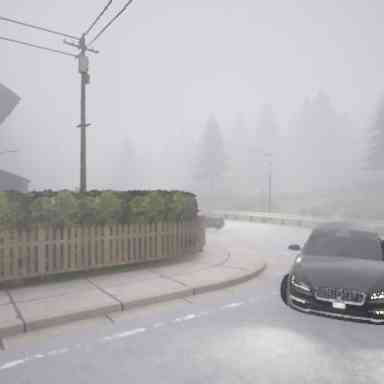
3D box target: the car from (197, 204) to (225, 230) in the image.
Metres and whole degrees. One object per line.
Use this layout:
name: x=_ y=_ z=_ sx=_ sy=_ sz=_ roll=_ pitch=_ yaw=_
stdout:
car: x=-0.016 y=1.483 z=20.795 sx=1.882 sy=1.535 sz=5.008 roll=0 pitch=0 yaw=-35

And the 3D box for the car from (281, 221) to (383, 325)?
car: x=3.429 y=1.503 z=7.488 sx=1.837 sy=1.490 sz=4.892 roll=0 pitch=1 yaw=26
